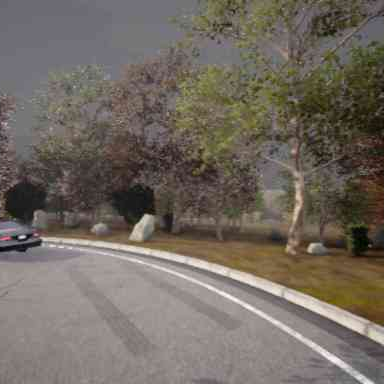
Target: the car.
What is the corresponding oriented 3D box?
[{"bbox_3d":[-8.401,1.741,13.270,5.357,1.411,2.033,-1,0,28],"label":"car"}]
